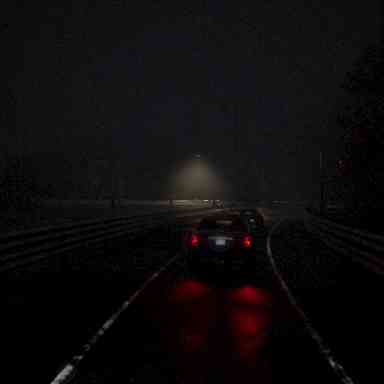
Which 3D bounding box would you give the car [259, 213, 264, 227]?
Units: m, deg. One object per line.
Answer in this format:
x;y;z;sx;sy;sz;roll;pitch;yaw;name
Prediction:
4.100;1.960;24.192;2.033;1.411;5.357;0;-1;18;car

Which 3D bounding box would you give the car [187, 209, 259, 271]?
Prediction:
1.228;1.533;11.856;2.097;1.767;4.553;0;-1;11;car
